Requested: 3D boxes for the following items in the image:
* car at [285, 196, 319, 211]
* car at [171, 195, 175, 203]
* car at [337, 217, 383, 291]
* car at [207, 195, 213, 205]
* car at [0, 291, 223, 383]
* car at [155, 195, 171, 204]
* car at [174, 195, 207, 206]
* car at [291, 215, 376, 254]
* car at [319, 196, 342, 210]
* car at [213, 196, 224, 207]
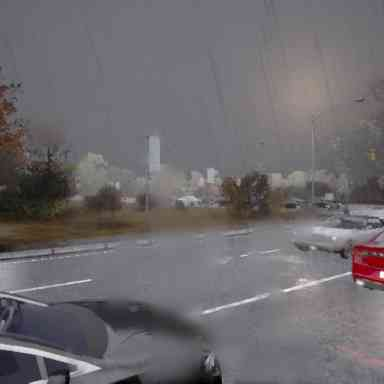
[{"bbox_3d":[11.099,1.278,37.168,2.128,1.511,4.902,-1,0,-39],"label":"car"},{"bbox_3d":[-3.828,1.261,61.479,2.128,1.511,4.902,-1,0,-38],"label":"car"},{"bbox_3d":[5.776,1.445,7.856,5.008,1.535,1.882,0,0,-35],"label":"car"},{"bbox_3d":[2.666,1.256,53.307,2.128,1.511,4.902,-1,0,-39],"label":"car"},{"bbox_3d":[-1.943,1.492,2.345,4.902,1.511,2.128,0,0,-35],"label":"car"},{"bbox_3d":[-6.303,1.325,58.973,1.812,1.442,4.674,-1,0,-39],"label":"car"},{"bbox_3d":[-0.270,1.321,51.366,1.812,1.442,4.674,-1,0,-38],"label":"car"},{"bbox_3d":[5.863,1.548,12.465,4.718,1.301,1.895,-1,0,-35],"label":"car"},{"bbox_3d":[14.713,1.247,38.268,2.128,1.511,4.902,-1,0,-39],"label":"car"},{"bbox_3d":[5.399,1.143,44.285,2.097,1.767,4.553,-1,0,-39],"label":"car"}]
